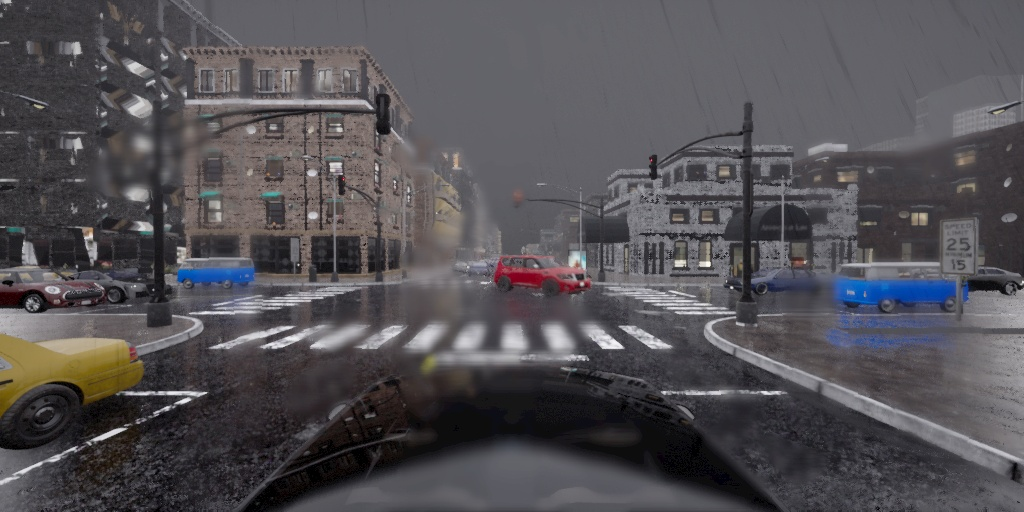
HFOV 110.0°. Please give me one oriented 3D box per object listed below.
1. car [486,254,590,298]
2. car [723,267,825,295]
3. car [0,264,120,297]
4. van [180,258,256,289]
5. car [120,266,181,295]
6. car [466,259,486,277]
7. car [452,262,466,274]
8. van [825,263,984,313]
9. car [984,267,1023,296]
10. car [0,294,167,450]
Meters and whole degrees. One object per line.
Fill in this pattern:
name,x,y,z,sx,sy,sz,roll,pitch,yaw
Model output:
car,1.386,0.968,18.974,2.150,2.045,5.566,-1,1,-44
car,14.485,1.320,19.324,5.357,1.411,2.033,0,0,-1
car,-17.738,1.190,13.251,4.097,1.591,1.967,0,0,-1
van,-17.793,1.030,21.632,3.998,1.789,1.690,0,0,-1
car,-17.753,1.295,15.835,4.181,1.385,1.994,0,0,-1
car,-3.140,1.281,35.458,1.812,1.442,4.674,0,0,0
car,-5.746,1.310,40.894,2.007,1.370,4.403,0,0,0
van,14.639,1.156,13.538,3.998,1.789,1.690,0,0,-1
car,24.410,1.290,19.408,4.902,1.511,2.128,0,0,0
car,-5.692,1.275,2.573,1.751,1.417,4.829,0,0,0
